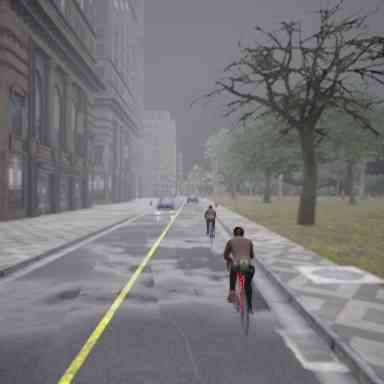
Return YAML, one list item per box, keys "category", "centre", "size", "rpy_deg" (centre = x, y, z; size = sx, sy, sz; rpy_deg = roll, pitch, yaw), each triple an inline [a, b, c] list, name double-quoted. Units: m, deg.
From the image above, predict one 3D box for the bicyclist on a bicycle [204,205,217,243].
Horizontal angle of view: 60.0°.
- category: "bicyclist on a bicycle"
  centre: [0.830, 1.407, 14.730]
  size: [0.582, 1.620, 1.656]
  rpy_deg: [0, 0, 0]

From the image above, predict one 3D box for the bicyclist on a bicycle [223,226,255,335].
- category: "bicyclist on a bicycle"
  centre: [0.826, 1.434, 5.732]
  size: [0.582, 1.620, 1.656]
  rpy_deg: [0, 0, 0]

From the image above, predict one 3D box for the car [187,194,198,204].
- category: "car"
  centre: [0.123, 1.226, 61.651]
  size: [2.097, 1.767, 4.553]
  rpy_deg: [0, 0, 0]

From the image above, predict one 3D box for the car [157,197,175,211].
- category: "car"
  centre: [-3.083, 1.378, 39.713]
  size: [1.882, 1.535, 5.008]
  rpy_deg: [0, 0, 0]

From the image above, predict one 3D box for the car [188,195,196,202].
- category: "car"
  centre: [0.031, 1.404, 75.550]
  size: [1.812, 1.442, 4.674]
  rpy_deg: [0, 0, 0]
